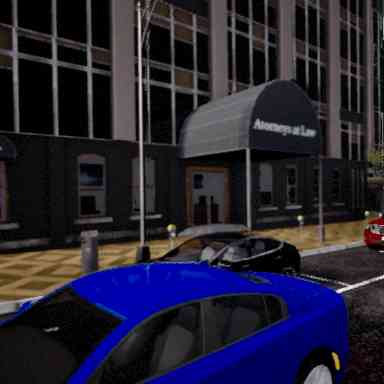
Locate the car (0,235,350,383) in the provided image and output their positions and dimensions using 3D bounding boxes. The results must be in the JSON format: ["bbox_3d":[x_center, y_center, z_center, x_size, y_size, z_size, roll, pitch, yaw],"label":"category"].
[{"bbox_3d":[-0.531,1.487,2.985,5.008,1.535,1.882,0,0,-38],"label":"car"}]

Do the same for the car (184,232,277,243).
[{"bbox_3d":[0.589,1.586,7.213,4.313,1.339,1.947,0,-1,-36],"label":"car"}]

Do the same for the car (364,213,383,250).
[{"bbox_3d":[8.932,1.342,13.326,5.009,1.841,2.192,0,-1,-36],"label":"car"}]

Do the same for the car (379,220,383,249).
[{"bbox_3d":[7.212,1.507,8.696,4.902,1.511,2.128,0,0,-36],"label":"car"}]
